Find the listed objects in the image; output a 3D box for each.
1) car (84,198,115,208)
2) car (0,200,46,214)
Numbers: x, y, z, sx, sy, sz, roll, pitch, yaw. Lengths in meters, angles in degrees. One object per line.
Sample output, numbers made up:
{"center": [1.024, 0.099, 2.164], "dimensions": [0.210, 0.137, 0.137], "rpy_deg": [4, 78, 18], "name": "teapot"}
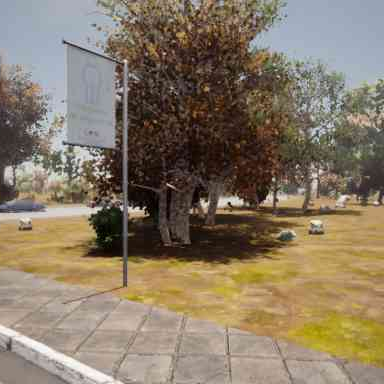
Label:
{"center": [-13.348, 1.566, 48.497], "dimensions": [1.895, 1.301, 4.718], "rpy_deg": [0, 0, 38], "name": "car"}
{"center": [-18.721, 1.544, 36.024], "dimensions": [2.033, 1.411, 5.357], "rpy_deg": [0, 0, 39], "name": "car"}
